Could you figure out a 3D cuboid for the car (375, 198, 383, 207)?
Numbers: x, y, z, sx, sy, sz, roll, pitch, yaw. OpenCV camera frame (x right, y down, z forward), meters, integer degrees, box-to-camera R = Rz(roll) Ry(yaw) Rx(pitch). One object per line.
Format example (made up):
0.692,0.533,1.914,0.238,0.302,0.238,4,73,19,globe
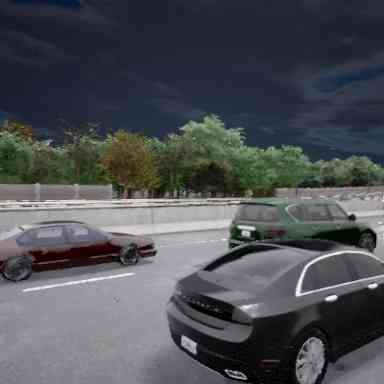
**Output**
34.515,1.815,58.607,5.008,1.535,1.882,1,0,-35,car

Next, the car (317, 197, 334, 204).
26.783,1.707,66.524,1.994,1.385,4.181,1,1,38,car

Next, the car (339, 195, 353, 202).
36.628,1.558,78.928,1.837,1.490,4.892,1,1,39,car

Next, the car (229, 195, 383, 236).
3.660,1.230,10.659,5.566,2.045,2.150,0,0,-35,car

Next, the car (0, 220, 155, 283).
-3.715,1.550,9.696,5.357,1.411,2.033,0,0,-36,car

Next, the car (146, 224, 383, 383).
1.932,1.509,5.249,4.892,1.490,1.837,0,0,-36,car
